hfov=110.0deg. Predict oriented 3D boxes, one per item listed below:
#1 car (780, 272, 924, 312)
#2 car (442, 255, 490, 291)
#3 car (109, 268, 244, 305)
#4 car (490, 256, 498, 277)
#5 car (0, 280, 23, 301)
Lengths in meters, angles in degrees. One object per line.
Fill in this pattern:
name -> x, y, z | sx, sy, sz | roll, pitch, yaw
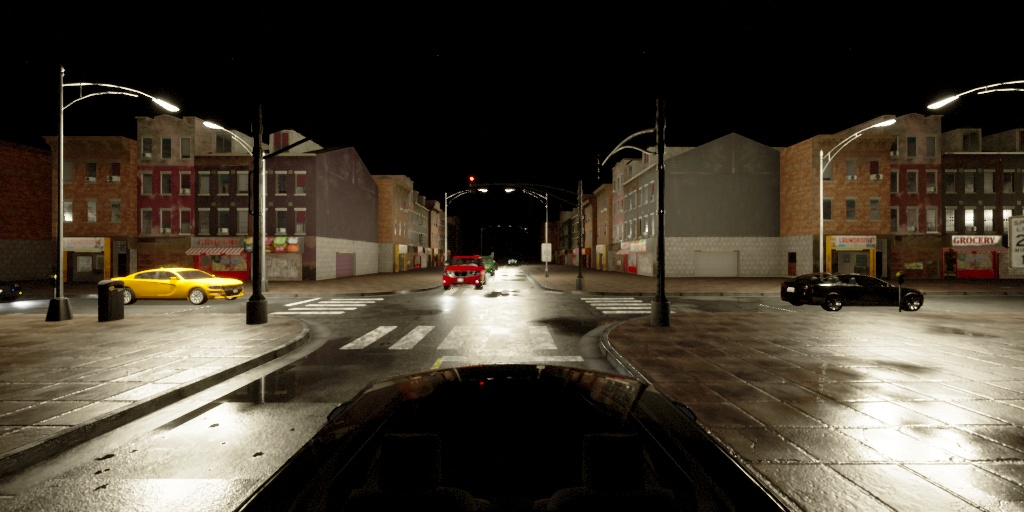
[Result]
car -> 12.357, 1.266, 13.210 | 4.313, 1.339, 1.948 | 0, 0, 0
car -> -2.839, 0.978, 22.474 | 2.150, 2.045, 5.566 | 0, 0, 0
car -> -14.589, 1.270, 15.759 | 5.008, 1.535, 1.882 | 0, 0, 2
car -> -2.833, 0.986, 36.085 | 2.150, 2.045, 5.566 | 0, 0, 0
car -> -24.593, 1.391, 15.788 | 4.181, 1.385, 1.994 | 0, 0, 0
